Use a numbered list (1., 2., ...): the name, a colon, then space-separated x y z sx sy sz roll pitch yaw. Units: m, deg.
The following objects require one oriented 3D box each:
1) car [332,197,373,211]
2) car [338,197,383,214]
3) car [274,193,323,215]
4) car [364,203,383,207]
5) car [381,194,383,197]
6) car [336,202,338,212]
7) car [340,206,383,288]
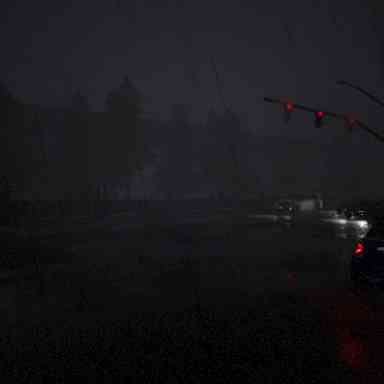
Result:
1. car: 18.710 1.323 38.715 4.902 1.511 2.128 0 0 -35
2. car: 14.309 1.383 27.028 4.892 1.490 1.837 0 0 -36
3. car: 10.645 1.097 33.049 5.566 2.045 2.150 0 0 -35
4. car: 10.258 1.400 15.358 5.008 1.535 1.882 0 0 -35
5. car: 24.374 1.303 38.440 4.902 1.511 2.128 0 0 -35
6. car: 16.131 1.382 32.645 4.674 1.442 1.812 0 0 -35
7. car: 5.815 1.310 7.892 4.553 1.767 2.097 0 0 -35
